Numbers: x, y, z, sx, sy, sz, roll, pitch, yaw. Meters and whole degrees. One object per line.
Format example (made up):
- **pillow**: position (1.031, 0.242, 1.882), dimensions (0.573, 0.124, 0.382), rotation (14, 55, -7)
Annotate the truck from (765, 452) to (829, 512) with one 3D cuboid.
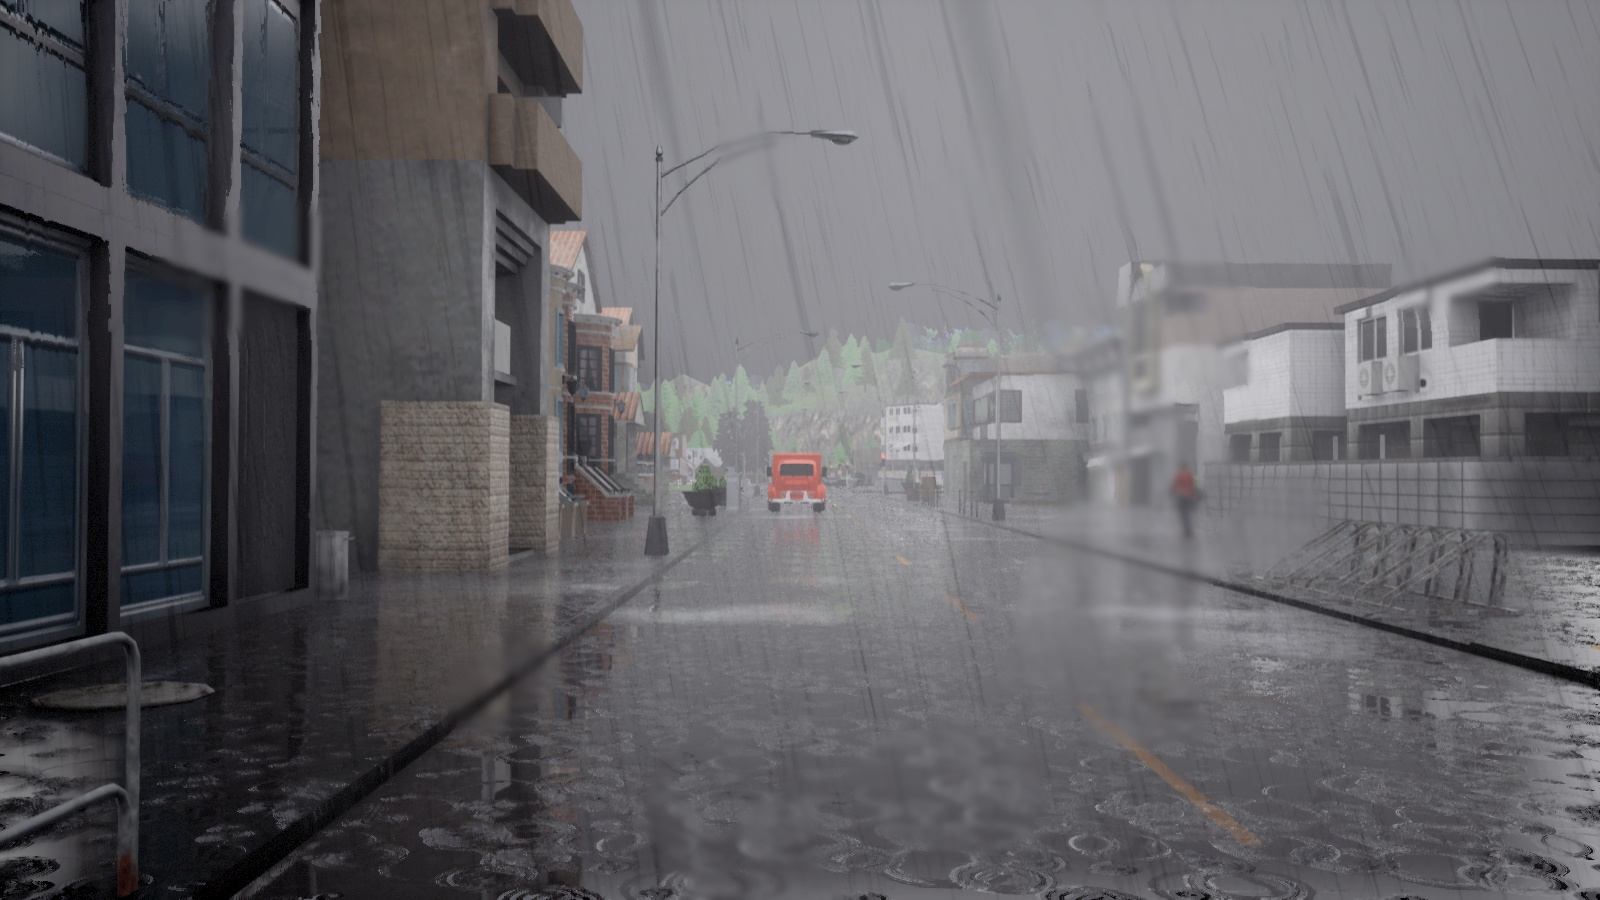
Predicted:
- **truck**: position (-0.128, 1.356, 53.883), dimensions (2.627, 2.467, 5.204), rotation (0, -1, 0)
